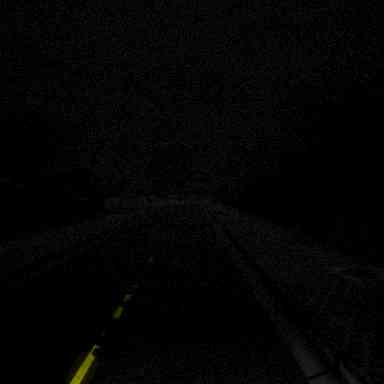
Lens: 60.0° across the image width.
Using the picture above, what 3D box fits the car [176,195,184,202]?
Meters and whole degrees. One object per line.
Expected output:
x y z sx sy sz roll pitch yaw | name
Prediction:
-3.047 1.557 86.121 2.097 1.767 4.553 0 0 -2 | car
